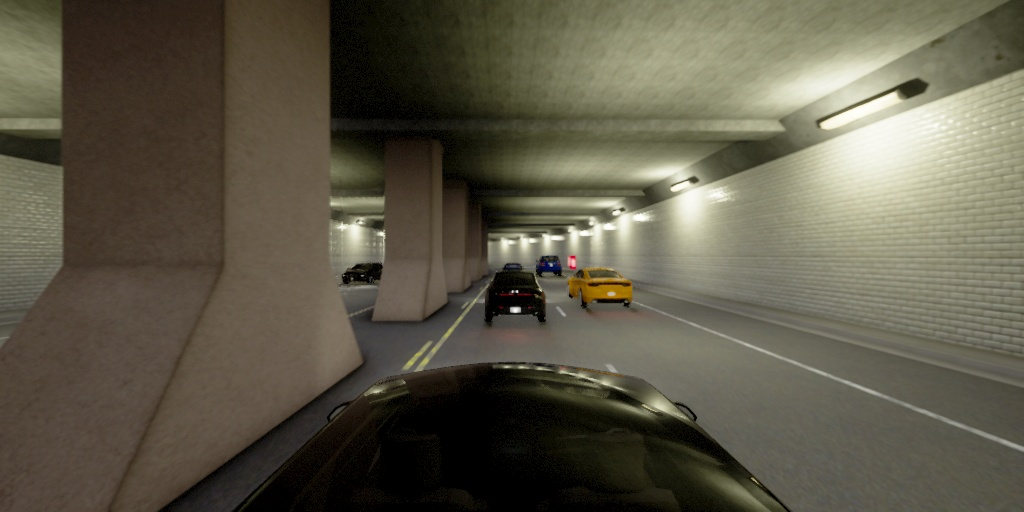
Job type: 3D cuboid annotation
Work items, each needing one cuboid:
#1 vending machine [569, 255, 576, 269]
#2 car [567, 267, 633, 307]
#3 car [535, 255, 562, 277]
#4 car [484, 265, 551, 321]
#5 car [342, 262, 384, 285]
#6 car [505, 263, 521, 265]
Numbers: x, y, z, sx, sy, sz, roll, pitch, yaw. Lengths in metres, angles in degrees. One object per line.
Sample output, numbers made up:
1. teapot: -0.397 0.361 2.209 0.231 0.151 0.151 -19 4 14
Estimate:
1. vending machine: 8.582 0.897 50.988 1.100 2.100 0.880 0 0 -7
2. car: 3.597 1.214 15.441 1.882 1.535 5.008 0 0 0
3. car: 3.584 0.938 35.570 2.150 2.045 5.566 0 0 0
4. car: 0.097 1.244 12.404 1.837 1.490 4.892 0 0 0
5. car: -10.613 1.229 26.220 1.837 1.490 4.892 0 0 0
6. car: 0.094 1.268 30.733 2.033 1.411 5.357 0 0 0
